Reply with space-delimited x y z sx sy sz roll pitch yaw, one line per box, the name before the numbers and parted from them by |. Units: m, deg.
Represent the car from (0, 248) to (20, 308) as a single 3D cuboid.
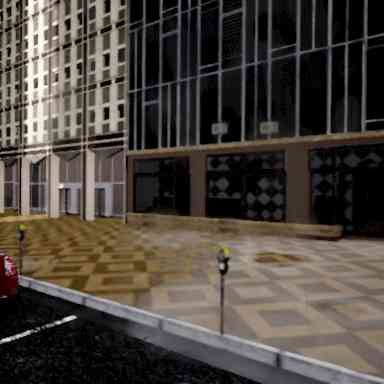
car | -5.273 1.424 6.621 4.097 1.590 1.967 0 1 35
